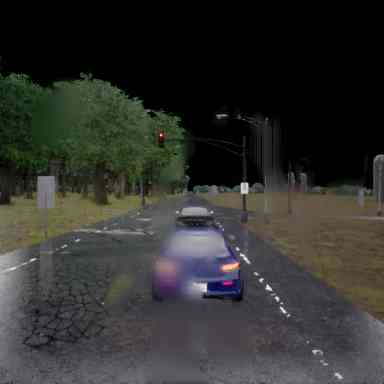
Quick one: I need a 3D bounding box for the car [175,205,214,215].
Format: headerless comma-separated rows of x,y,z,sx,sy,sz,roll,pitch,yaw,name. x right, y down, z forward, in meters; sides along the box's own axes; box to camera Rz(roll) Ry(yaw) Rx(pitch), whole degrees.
0.138,1.432,17.431,1.882,1.535,5.008,0,0,0,car

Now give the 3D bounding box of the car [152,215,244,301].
0.122,1.516,8.153,1.812,1.442,4.674,0,0,0,car
